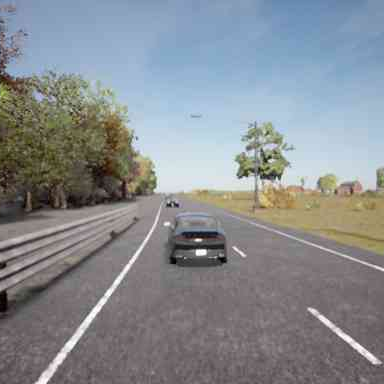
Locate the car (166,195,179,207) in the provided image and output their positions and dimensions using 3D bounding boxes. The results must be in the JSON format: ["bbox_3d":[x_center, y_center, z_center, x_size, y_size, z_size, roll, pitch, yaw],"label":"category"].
[{"bbox_3d":[-3.072,1.625,51.943,1.895,1.301,4.718,0,0,-5],"label":"car"}]

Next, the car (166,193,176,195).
[{"bbox_3d":[-6.097,1.556,90.244,2.033,1.411,5.357,0,0,-5],"label":"car"}]

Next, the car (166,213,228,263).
[{"bbox_3d":[0.072,1.515,12.084,1.837,1.490,4.892,0,0,-5],"label":"car"}]
